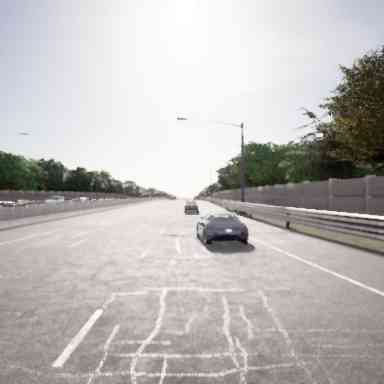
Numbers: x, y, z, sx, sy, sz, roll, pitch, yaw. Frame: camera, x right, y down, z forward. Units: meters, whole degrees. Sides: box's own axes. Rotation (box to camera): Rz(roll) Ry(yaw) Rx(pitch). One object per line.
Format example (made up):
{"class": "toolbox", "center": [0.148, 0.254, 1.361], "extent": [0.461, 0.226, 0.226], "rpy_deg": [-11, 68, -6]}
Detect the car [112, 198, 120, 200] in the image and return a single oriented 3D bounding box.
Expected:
{"class": "car", "center": [-17.631, 2.185, 77.190], "extent": [1.812, 1.442, 4.674], "rpy_deg": [0, 0, 0]}

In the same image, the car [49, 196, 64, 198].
{"class": "car", "center": [-24.613, 1.769, 59.635], "extent": [2.150, 2.045, 5.566], "rpy_deg": [0, 0, 0]}

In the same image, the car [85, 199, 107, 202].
{"class": "car", "center": [-17.616, 2.140, 61.738], "extent": [1.895, 1.301, 4.718], "rpy_deg": [0, 0, 0]}

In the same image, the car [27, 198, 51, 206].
{"class": "car", "center": [-21.132, 1.930, 46.174], "extent": [1.837, 1.490, 4.892], "rpy_deg": [0, -1, 0]}

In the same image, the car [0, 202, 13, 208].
{"class": "car", "center": [-17.641, 1.787, 28.331], "extent": [1.812, 1.442, 4.674], "rpy_deg": [0, 0, 0]}

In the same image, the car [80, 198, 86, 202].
{"class": "car", "center": [-21.116, 2.055, 61.598], "extent": [1.837, 1.490, 4.892], "rpy_deg": [0, 0, 0]}

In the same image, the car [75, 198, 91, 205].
{"class": "car", "center": [-24.627, 2.197, 75.223], "extent": [2.128, 1.511, 4.902], "rpy_deg": [0, 0, 0]}

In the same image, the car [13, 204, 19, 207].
{"class": "car", "center": [-24.640, 2.016, 43.391], "extent": [1.895, 1.301, 4.718], "rpy_deg": [0, 0, 0]}

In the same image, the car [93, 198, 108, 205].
{"class": "car", "center": [-21.131, 2.213, 77.088], "extent": [2.033, 1.411, 5.357], "rpy_deg": [0, 0, 0]}

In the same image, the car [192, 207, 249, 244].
{"class": "car", "center": [1.380, 1.654, 16.315], "extent": [1.994, 1.385, 4.181], "rpy_deg": [0, -1, -6]}

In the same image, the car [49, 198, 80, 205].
{"class": "car", "center": [-17.633, 1.938, 46.216], "extent": [1.812, 1.442, 4.674], "rpy_deg": [0, -1, 0]}

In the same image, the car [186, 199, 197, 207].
{"class": "car", "center": [-0.105, 2.043, 62.091], "extent": [1.994, 1.385, 4.181], "rpy_deg": [0, -1, 0]}

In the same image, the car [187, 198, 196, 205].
{"class": "car", "center": [-0.129, 2.142, 76.526], "extent": [1.994, 1.385, 4.181], "rpy_deg": [0, 0, 0]}

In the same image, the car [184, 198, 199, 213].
{"class": "car", "center": [-0.059, 1.863, 42.644], "extent": [2.033, 1.411, 5.357], "rpy_deg": [0, 0, 0]}
